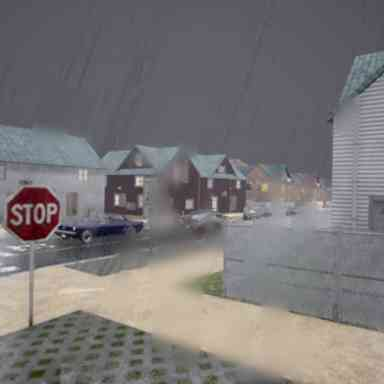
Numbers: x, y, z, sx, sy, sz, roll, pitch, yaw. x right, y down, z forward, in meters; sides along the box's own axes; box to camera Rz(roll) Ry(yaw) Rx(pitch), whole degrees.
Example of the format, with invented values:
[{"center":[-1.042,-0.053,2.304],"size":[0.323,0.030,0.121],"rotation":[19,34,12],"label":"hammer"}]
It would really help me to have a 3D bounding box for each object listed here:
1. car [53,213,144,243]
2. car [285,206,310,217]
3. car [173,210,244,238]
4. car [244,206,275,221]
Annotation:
[{"center":[-4.825,1.826,17.643],"size":[1.895,1.301,4.718],"rotation":[2,0,36],"label":"car"},{"center":[13.480,2.474,42.430],"size":[1.994,1.385,4.181],"rotation":[2,0,37],"label":"car"},{"center":[1.160,1.955,20.940],"size":[1.812,1.442,4.674],"rotation":[2,0,37],"label":"car"},{"center":[6.807,2.162,33.445],"size":[1.837,1.490,4.892],"rotation":[2,0,36],"label":"car"}]
